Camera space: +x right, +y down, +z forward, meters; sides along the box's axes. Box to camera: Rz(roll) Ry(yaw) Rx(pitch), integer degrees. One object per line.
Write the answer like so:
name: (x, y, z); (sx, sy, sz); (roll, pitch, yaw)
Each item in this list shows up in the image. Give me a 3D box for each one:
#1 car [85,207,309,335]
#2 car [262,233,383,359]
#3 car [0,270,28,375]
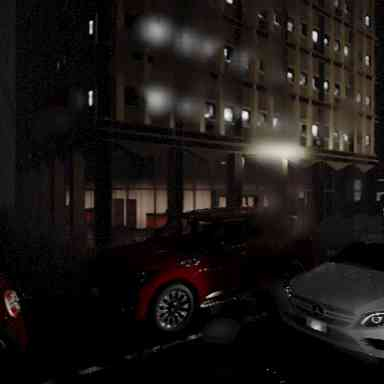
car: (0.470, 1.295, 6.886); (5.009, 1.841, 2.192); (0, 1, -36)
car: (3.555, 1.496, 5.793); (4.674, 1.442, 1.812); (0, 0, -36)
car: (-4.149, 1.447, 3.590); (4.097, 1.590, 1.967); (0, 1, -36)
